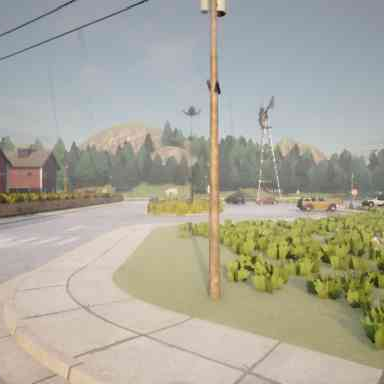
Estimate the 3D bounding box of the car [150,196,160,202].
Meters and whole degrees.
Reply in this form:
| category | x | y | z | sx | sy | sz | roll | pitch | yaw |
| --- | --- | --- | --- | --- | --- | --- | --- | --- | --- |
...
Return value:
| category | x | y | z | sx | sy | sz | roll | pitch | yaw |
| --- | --- | --- | --- | --- | --- | --- | --- | --- | --- |
| car | -8.578 | 1.702 | 77.159 | 1.882 | 1.535 | 5.008 | 0 | 0 | -1 |

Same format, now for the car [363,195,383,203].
| category | x | y | z | sx | sy | sz | roll | pitch | yaw |
| --- | --- | --- | --- | --- | --- | --- | --- | --- | --- |
| car | 27.744 | 1.377 | 50.006 | 3.866 | 1.878 | 1.905 | 0 | 0 | -2 |

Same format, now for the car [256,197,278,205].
| category | x | y | z | sx | sy | sz | roll | pitch | yaw |
| --- | --- | --- | --- | --- | --- | --- | --- | --- | --- |
| car | 13.937 | 1.649 | 61.873 | 3.905 | 1.438 | 1.784 | 0 | 0 | -2 |

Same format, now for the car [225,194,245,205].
| category | x | y | z | sx | sy | sz | roll | pitch | yaw |
| --- | --- | --- | --- | --- | --- | --- | --- | --- | --- |
| car | 8.179 | 1.369 | 63.580 | 2.150 | 2.045 | 5.566 | 0 | 0 | -15 |

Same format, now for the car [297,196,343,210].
| category | x | y | z | sx | sy | sz | roll | pitch | yaw |
| --- | --- | --- | --- | --- | --- | --- | --- | --- | --- |
| car | 14.812 | 1.388 | 39.410 | 4.605 | 1.855 | 1.932 | 0 | 0 | -2 |
